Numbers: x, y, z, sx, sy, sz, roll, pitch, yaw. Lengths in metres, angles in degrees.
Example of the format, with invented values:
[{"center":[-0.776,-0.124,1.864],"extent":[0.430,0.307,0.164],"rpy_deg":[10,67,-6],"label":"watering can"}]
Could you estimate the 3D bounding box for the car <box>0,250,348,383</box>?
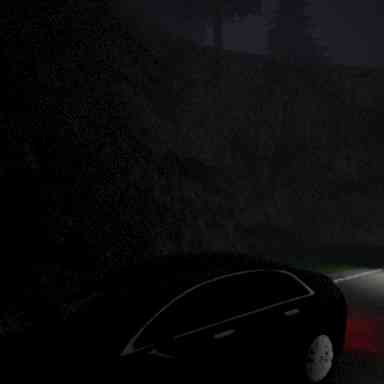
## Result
[{"center":[-0.154,1.528,3.820],"extent":[4.892,1.490,1.837],"rpy_deg":[1,-1,-35],"label":"car"}]
